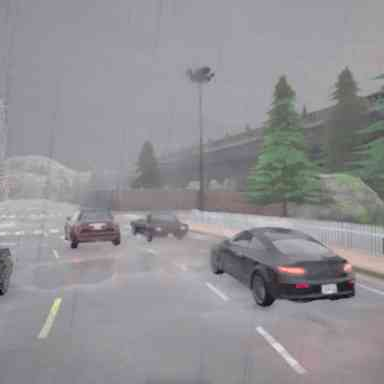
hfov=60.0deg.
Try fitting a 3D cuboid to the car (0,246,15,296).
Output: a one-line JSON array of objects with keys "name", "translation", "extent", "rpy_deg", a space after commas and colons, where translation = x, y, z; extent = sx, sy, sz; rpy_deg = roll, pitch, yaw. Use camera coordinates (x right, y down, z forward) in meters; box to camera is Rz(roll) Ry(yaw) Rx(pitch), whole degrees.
[{"name": "car", "translation": [-4.740, 1.650, 6.086], "extent": [2.033, 1.411, 5.357], "rpy_deg": [0, -1, -16]}]

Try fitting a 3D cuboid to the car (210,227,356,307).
[{"name": "car", "translation": [1.872, 1.585, 8.155], "extent": [1.812, 1.442, 4.674], "rpy_deg": [0, -1, -15]}]

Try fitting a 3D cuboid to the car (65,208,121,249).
[{"name": "car", "translation": [-4.900, 1.548, 16.073], "extent": [2.097, 1.767, 4.553], "rpy_deg": [0, -1, -25]}]

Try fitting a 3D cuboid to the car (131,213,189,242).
[{"name": "car", "translation": [-1.895, 1.784, 17.750], "extent": [1.895, 1.301, 4.718], "rpy_deg": [0, -1, -24]}]
